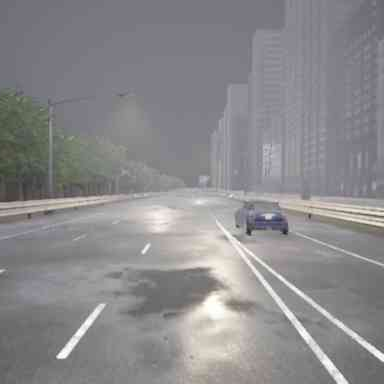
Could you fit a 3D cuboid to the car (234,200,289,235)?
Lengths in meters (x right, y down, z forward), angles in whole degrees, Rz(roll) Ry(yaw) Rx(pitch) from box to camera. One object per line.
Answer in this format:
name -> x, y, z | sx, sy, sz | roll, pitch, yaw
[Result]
car -> 3.635, 1.226, 18.144 | 2.097, 1.767, 4.553 | 0, 0, -2
